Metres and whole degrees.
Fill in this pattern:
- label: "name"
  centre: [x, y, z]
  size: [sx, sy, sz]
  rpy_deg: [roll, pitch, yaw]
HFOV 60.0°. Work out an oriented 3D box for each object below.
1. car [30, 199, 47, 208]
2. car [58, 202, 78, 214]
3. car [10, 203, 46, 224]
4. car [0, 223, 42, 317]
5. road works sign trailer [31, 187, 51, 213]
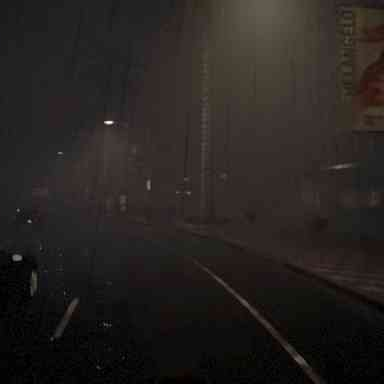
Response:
- label: "car"
  centre: [-32.060, 2.348, 70.062]
  size: [2.185, 1.767, 4.553]
  rpy_deg: [0, -1, -31]
- label: "car"
  centre: [-16.798, 2.088, 44.963]
  size: [2.231, 1.521, 4.892]
  rpy_deg: [0, -1, -31]
- label: "car"
  centre: [-12.845, 1.881, 25.862]
  size: [1.837, 1.490, 4.892]
  rpy_deg: [0, -1, -31]
- label: "car"
  centre: [-4.153, 1.571, 5.546]
  size: [1.882, 1.535, 5.008]
  rpy_deg: [0, -1, -8]
- label: "road works sign trailer"
  centre: [-20.822, 1.112, 45.635]
  size: [2.380, 3.560, 2.880]
  rpy_deg: [0, -1, -31]
